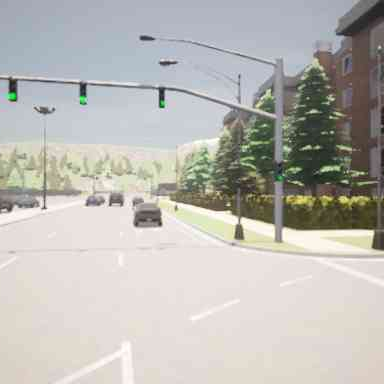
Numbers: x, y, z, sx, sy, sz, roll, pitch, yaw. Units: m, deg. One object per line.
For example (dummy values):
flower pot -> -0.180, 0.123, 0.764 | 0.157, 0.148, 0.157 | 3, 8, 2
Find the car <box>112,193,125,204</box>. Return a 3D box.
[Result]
car -> -13.787, 1.187, 62.876 | 2.150, 2.045, 5.566 | 0, 0, -10

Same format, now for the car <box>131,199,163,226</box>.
car -> -3.121, 1.496, 23.209 | 1.837, 1.490, 4.892 | 0, 0, -11

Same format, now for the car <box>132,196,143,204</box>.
car -> -10.391, 1.536, 63.765 | 1.994, 1.385, 4.181 | 0, 0, -10

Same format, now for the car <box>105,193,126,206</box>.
car -> -11.932, 1.191, 52.394 | 2.150, 2.045, 5.566 | 0, 0, -10

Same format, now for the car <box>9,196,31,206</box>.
car -> -27.280, 1.458, 52.961 | 1.812, 1.442, 4.674 | 0, 0, -10

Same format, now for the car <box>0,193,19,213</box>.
car -> -20.543, 1.171, 34.775 | 2.150, 2.045, 5.566 | 0, 0, -9

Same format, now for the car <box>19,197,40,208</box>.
car -> -22.582, 1.470, 46.313 | 1.812, 1.442, 4.674 | 0, 0, -9

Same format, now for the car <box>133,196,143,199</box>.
car -> -8.636, 1.469, 53.852 | 2.128, 1.511, 4.902 | 0, 0, -10

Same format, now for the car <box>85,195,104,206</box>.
car -> -15.498, 1.313, 52.460 | 2.097, 1.767, 4.553 | 0, 0, -10
